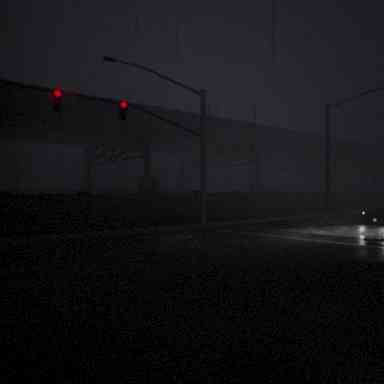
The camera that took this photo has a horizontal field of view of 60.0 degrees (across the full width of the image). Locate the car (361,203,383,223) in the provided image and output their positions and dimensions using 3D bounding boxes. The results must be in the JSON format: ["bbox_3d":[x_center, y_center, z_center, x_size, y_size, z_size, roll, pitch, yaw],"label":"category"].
[{"bbox_3d":[13.186,1.389,21.995,4.718,1.301,1.895,-1,1,-35],"label":"car"}]
